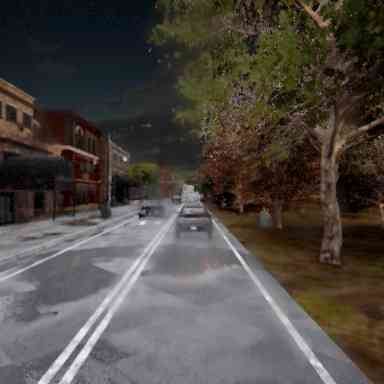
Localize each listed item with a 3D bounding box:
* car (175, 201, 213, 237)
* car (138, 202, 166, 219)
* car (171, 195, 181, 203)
[{"bbox_3d":[0.100,1.489,18.041,2.128,1.511,4.902,0,0,0],"label":"car"},{"bbox_3d":[-3.346,1.555,28.430,1.994,1.385,4.181,0,0,0],"label":"car"},{"bbox_3d":[-3.250,1.456,69.774,1.882,1.535,5.008,0,0,0],"label":"car"}]
